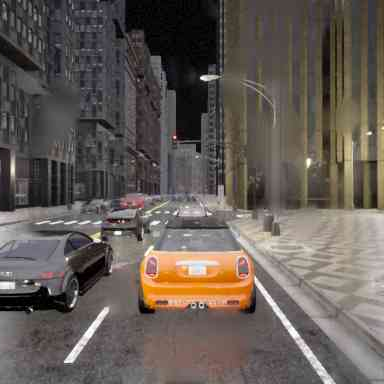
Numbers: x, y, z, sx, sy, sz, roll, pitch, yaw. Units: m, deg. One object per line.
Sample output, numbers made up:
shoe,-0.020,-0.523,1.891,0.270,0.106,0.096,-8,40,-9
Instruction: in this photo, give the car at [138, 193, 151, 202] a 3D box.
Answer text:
car,-9.831,1.202,68.734,2.097,1.767,4.553,0,0,0

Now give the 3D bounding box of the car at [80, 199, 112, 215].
car,-9.889,1.465,33.876,1.837,1.490,4.892,0,0,0

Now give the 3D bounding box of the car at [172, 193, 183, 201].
car,-3.336,1.175,74.286,2.097,1.767,4.553,0,0,0

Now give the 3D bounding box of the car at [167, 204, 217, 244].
car,0.013,1.480,16.777,2.128,1.511,4.902,0,0,1

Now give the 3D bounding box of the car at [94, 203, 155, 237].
car,-3.167,1.494,16.570,1.837,1.490,4.892,0,0,0

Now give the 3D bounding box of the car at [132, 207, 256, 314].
car,0.095,1.350,7.771,2.097,1.767,4.553,0,0,0

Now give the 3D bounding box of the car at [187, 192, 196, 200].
car,-0.097,0.981,84.295,2.097,1.767,4.553,0,0,0

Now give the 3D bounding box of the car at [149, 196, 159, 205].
car,-6.651,1.435,51.010,1.812,1.442,4.674,0,0,0

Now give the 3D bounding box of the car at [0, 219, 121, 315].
car,-3.164,1.562,7.674,1.994,1.385,4.181,0,0,0

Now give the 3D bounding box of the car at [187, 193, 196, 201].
car,-0.086,1.344,74.321,1.812,1.442,4.674,0,0,0

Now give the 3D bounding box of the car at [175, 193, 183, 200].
car,-3.347,1.126,84.322,1.837,1.490,4.892,0,0,0

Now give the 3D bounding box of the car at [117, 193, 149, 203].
car,-6.644,1.170,37.981,2.150,2.045,5.566,0,0,0

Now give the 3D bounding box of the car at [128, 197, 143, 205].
car,-9.895,1.484,58.488,1.895,1.301,4.718,0,0,0

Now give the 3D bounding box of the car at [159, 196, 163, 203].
car,-6.620,1.410,64.240,2.033,1.411,5.357,0,0,1

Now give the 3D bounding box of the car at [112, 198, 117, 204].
car,-9.902,1.490,45.950,1.994,1.385,4.181,0,0,0
